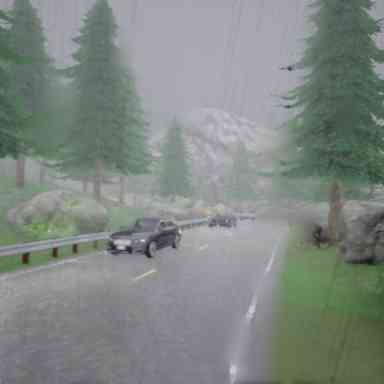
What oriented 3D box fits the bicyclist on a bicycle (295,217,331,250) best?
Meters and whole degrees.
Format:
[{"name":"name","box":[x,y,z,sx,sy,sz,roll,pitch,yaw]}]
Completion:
[{"name":"bicyclist on a bicycle","box":[5.875,2.046,16.324,1.656,1.620,0.582,-6,-6,16]}]

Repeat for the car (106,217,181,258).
[{"name":"car","box":[-1.960,1.907,14.846,2.128,1.511,4.902,1,-2,17]}]

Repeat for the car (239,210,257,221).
[{"name":"car","box":[6.695,3.080,44.055,1.895,1.301,4.718,2,-2,-16]}]

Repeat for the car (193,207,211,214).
[{"name":"car","box":[0.723,3.081,53.103,5.008,1.535,1.882,0,-2,40]}]

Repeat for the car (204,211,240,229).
[{"name":"car","box":[2.836,2.579,30.139,1.895,1.301,4.718,1,-2,17]}]
